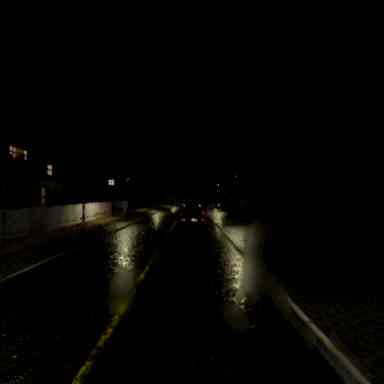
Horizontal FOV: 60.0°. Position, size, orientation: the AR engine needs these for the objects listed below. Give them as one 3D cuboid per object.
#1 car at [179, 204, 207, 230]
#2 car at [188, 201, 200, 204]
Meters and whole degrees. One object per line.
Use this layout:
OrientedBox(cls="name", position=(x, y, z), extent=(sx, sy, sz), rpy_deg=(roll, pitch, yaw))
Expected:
OrientedBox(cls="car", position=(0.078, 1.793, 22.975), extent=(2.033, 1.411, 5.357), rpy_deg=(0, -1, 0))
OrientedBox(cls="car", position=(0.248, 1.946, 41.315), extent=(1.837, 1.490, 4.892), rpy_deg=(0, -1, 1))
